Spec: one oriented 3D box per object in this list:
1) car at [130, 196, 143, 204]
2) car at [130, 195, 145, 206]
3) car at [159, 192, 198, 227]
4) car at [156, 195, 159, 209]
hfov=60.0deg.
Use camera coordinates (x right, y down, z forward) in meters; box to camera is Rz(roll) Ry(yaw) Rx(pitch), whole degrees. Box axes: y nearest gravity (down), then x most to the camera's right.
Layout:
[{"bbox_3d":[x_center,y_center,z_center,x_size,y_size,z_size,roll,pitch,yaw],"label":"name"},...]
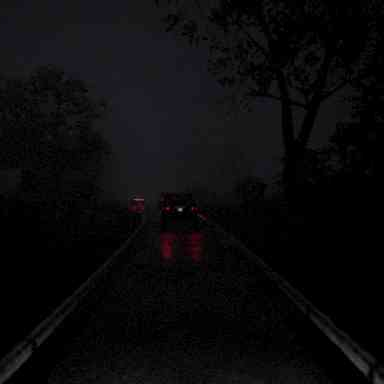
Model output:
[{"bbox_3d":[-9.164,1.272,54.545,1.895,1.301,4.718,0,0,-12],"label":"car"},{"bbox_3d":[-7.705,1.207,47.258,2.128,1.511,4.902,0,0,-12],"label":"car"},{"bbox_3d":[-0.891,1.092,21.635,2.150,2.045,5.566,0,0,-5],"label":"car"},{"bbox_3d":[-3.065,0.983,40.175,2.150,2.045,5.566,0,1,-9],"label":"car"}]
